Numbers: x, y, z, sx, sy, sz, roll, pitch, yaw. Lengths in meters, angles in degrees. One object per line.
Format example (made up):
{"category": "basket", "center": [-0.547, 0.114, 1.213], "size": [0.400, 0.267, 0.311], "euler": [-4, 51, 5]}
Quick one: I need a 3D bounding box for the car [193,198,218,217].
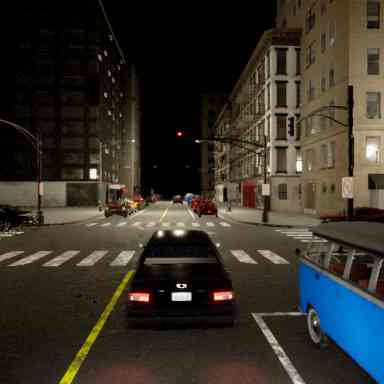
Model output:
{"category": "car", "center": [1.371, 1.545, 30.578], "size": [1.887, 1.381, 4.507], "euler": [0, 0, -2]}

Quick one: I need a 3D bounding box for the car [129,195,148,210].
{"category": "car", "center": [-7.115, 1.315, 41.039], "size": [2.192, 1.841, 5.009], "euler": [0, 0, -2]}

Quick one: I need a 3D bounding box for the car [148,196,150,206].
{"category": "car", "center": [-7.341, 1.524, 46.274], "size": [1.752, 1.417, 4.829], "euler": [0, 0, -2]}

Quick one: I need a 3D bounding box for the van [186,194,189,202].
{"category": "van", "center": [0.435, 1.339, 52.196], "size": [1.690, 1.788, 3.998], "euler": [0, 0, -2]}

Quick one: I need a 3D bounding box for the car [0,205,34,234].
{"category": "car", "center": [-11.375, 1.443, 18.326], "size": [4.902, 1.511, 2.128], "euler": [0, 0, -3]}

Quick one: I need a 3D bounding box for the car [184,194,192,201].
{"category": "car", "center": [-0.969, 1.426, 84.622], "size": [1.967, 1.590, 4.097], "euler": [0, 0, -2]}

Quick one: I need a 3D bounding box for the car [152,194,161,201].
{"category": "car", "center": [-8.986, 1.426, 84.275], "size": [1.967, 1.590, 4.097], "euler": [0, 0, -2]}

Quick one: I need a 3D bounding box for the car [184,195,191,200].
{"category": "car", "center": [-1.203, 1.529, 90.026], "size": [1.887, 1.381, 4.507], "euler": [0, 0, -2]}

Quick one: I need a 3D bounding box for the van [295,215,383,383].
{"category": "van", "center": [2.534, 1.341, 3.723], "size": [1.690, 1.788, 3.998], "euler": [0, 0, -2]}

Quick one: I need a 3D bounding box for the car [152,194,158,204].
{"category": "car", "center": [-8.050, 1.545, 62.657], "size": [2.008, 1.369, 4.403], "euler": [0, 0, -2]}

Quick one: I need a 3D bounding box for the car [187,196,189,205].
{"category": "car", "center": [0.669, 1.544, 46.791], "size": [1.887, 1.381, 4.507], "euler": [0, 0, -2]}

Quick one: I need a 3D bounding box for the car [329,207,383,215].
{"category": "car", "center": [9.738, 1.590, 19.451], "size": [4.674, 1.442, 1.812], "euler": [0, 0, 1]}

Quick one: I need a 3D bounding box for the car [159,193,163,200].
{"category": "car", "center": [-8.752, 1.303, 78.870], "size": [2.192, 1.841, 5.009], "euler": [0, 0, -2]}

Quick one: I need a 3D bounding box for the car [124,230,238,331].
{"category": "car", "center": [-0.260, 1.547, 7.278], "size": [2.033, 1.411, 5.357], "euler": [0, 0, -2]}

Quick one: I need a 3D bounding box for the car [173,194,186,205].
{"category": "car", "center": [-2.571, 1.542, 60.650], "size": [2.033, 1.411, 5.357], "euler": [0, 0, -2]}

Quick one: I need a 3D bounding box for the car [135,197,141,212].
{"category": "car", "center": [-6.873, 1.525, 35.465], "size": [1.752, 1.417, 4.829], "euler": [0, 0, -2]}

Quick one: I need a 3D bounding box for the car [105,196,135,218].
{"category": "car", "center": [-6.647, 1.440, 30.231], "size": [1.967, 1.590, 4.097], "euler": [0, 0, -2]}

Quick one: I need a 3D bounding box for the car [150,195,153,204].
{"category": "car", "center": [-7.582, 1.563, 51.848], "size": [1.947, 1.339, 4.313], "euler": [0, 0, -2]}

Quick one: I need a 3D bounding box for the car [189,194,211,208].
{"category": "car", "center": [1.137, 1.315, 35.982], "size": [2.192, 1.841, 5.009], "euler": [0, 0, -2]}

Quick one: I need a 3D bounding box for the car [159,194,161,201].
{"category": "car", "center": [-8.518, 1.572, 73.466], "size": [1.802, 1.307, 4.206], "euler": [0, 0, -2]}

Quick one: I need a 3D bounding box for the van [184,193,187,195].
{"category": "van", "center": [-0.501, 1.331, 73.813], "size": [1.690, 1.788, 3.998], "euler": [0, 0, -2]}
